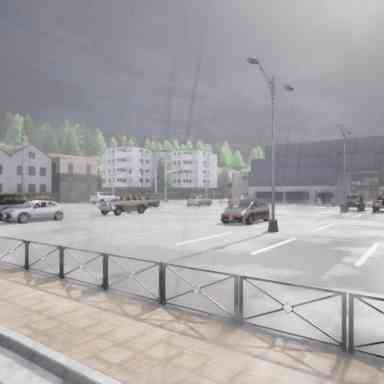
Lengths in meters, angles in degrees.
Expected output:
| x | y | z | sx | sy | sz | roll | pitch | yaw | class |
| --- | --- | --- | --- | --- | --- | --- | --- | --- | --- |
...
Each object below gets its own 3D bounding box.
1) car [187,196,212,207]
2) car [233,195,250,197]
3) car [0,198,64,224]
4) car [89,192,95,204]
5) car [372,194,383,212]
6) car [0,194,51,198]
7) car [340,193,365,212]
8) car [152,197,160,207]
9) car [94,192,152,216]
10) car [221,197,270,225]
| x | y | z | sx | sy | sz | roll | pitch | yaw | class |
| --- | --- | --- | --- | --- | --- | --- | --- | --- | --- |
| 1.055 | 1.232 | 45.762 | 1.970 | 1.475 | 3.806 | 0 | 0 | 35 | car |
| 6.486 | 1.153 | 42.328 | 2.152 | 1.636 | 5.027 | 0 | 0 | 35 | car |
| -10.954 | 1.361 | 22.980 | 1.970 | 1.475 | 3.806 | 0 | 0 | 35 | car |
| -14.719 | 1.029 | 56.479 | 2.150 | 2.045 | 5.566 | 0 | 0 | 35 | car |
| 19.554 | 1.097 | 33.617 | 1.932 | 1.855 | 4.605 | 0 | 0 | 35 | car |
| -13.319 | 1.077 | 25.395 | 1.905 | 1.878 | 3.866 | 0 | 0 | 35 | car |
| 16.941 | 1.077 | 34.954 | 1.905 | 1.878 | 3.866 | 0 | 0 | 35 | car |
| -6.001 | 1.298 | 42.113 | 2.007 | 1.523 | 4.514 | 0 | 0 | 35 | car |
| -6.098 | 1.097 | 29.931 | 1.932 | 1.855 | 4.605 | 0 | 0 | 35 | car |
| 3.671 | 1.298 | 22.170 | 2.007 | 1.523 | 4.514 | 0 | 0 | 35 | car |
